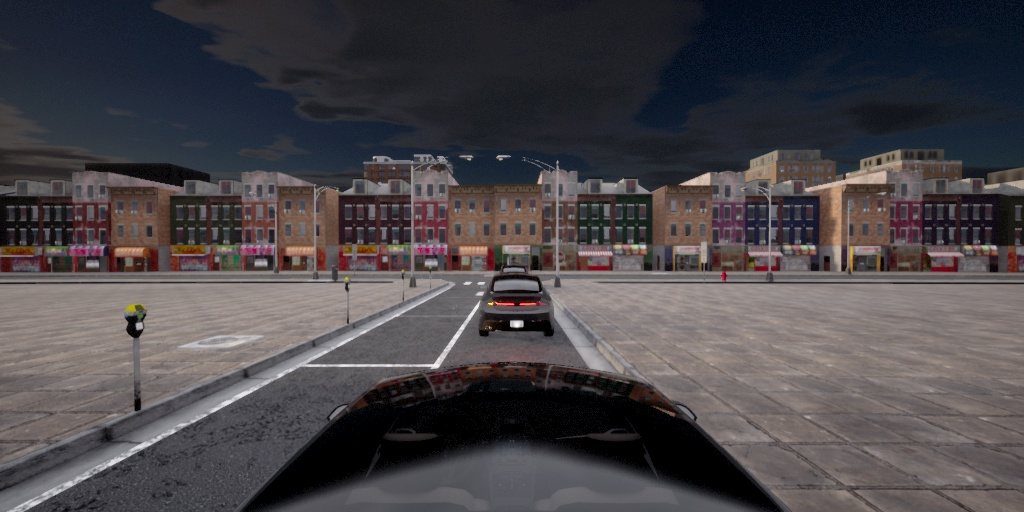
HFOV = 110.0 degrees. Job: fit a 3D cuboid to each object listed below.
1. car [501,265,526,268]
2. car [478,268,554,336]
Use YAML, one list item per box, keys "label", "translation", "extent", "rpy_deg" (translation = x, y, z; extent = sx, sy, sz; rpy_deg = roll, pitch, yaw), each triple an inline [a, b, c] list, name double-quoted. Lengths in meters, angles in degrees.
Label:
- label: "car"
  translation: [0.063, 1.252, 20.053]
  extent: [1.837, 1.490, 4.892]
  rpy_deg: [0, 0, -1]
- label: "car"
  translation: [0.102, 1.253, 10.331]
  extent: [1.837, 1.490, 4.892]
  rpy_deg: [0, 0, 0]
